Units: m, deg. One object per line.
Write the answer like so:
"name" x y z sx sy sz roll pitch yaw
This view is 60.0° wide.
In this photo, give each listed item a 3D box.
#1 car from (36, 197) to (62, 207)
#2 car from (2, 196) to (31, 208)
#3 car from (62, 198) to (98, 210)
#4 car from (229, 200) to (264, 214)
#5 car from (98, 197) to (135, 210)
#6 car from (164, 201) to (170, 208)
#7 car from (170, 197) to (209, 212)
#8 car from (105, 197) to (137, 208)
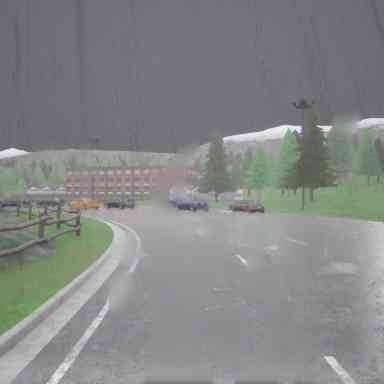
"car" -21.360 1.526 50.283 4.674 1.442 1.812 0 0 24
"car" -25.603 1.352 48.256 4.553 1.767 2.097 0 0 20
"car" -13.748 1.478 41.965 5.008 1.535 1.882 0 0 37
"car" 5.886 1.564 36.113 1.994 1.385 4.181 0 0 -31
"car" -9.410 1.491 42.924 4.902 1.511 2.128 0 0 40
"car" -1.782 1.478 45.638 1.882 1.535 5.008 0 0 -43
"car" -0.118 1.353 38.542 2.097 1.767 4.553 0 0 -36
"car" -10.364 1.505 48.273 4.892 1.490 1.837 0 0 37
